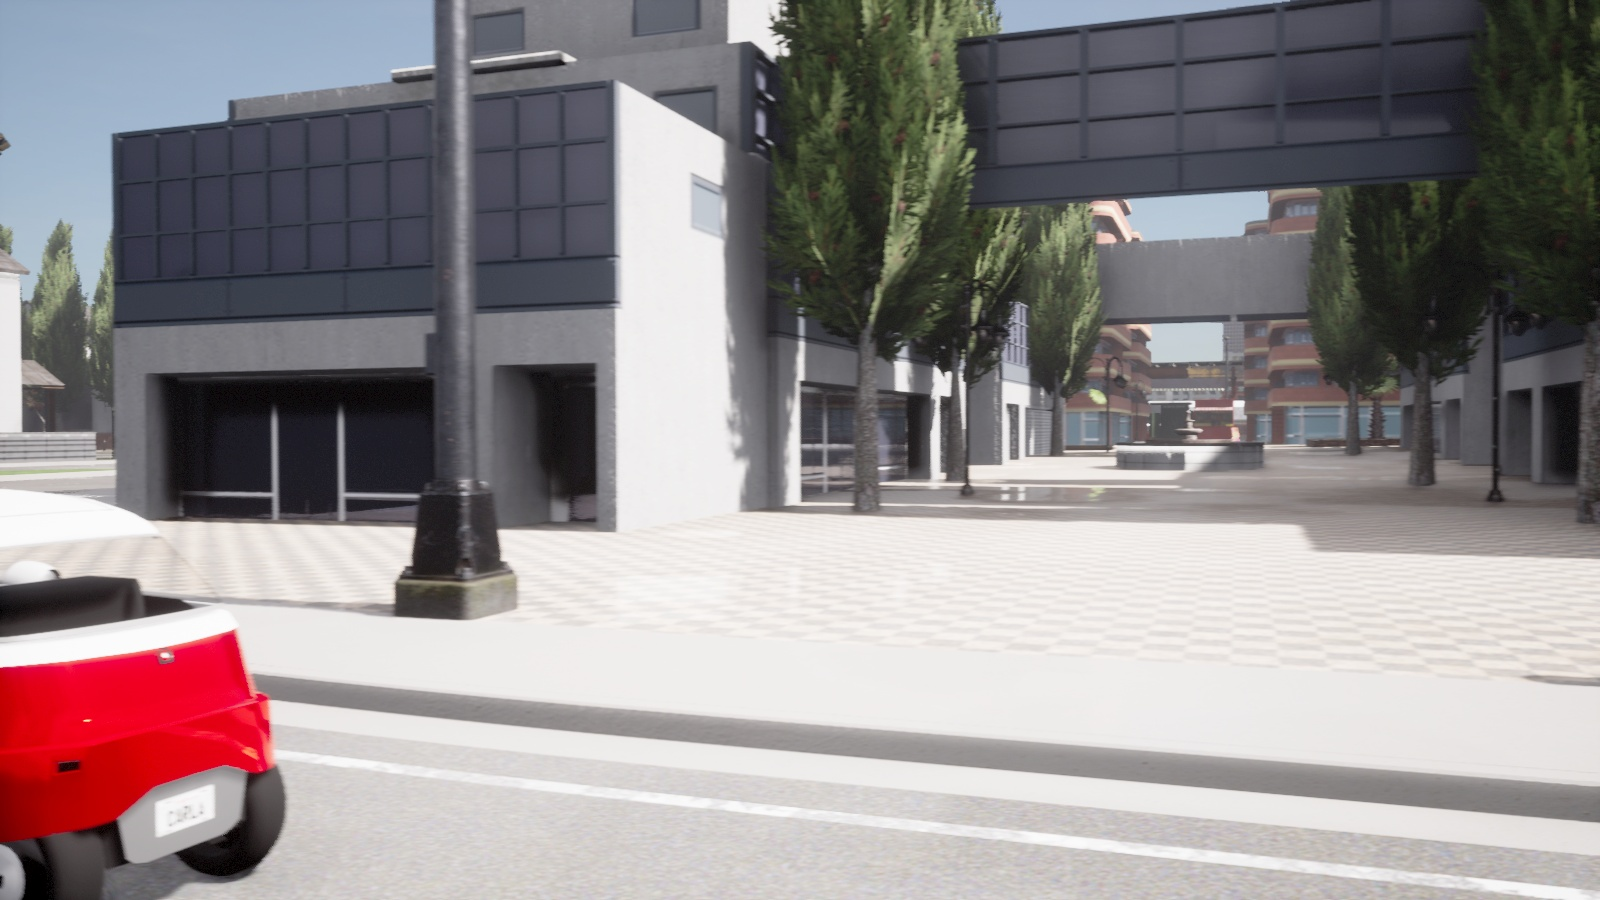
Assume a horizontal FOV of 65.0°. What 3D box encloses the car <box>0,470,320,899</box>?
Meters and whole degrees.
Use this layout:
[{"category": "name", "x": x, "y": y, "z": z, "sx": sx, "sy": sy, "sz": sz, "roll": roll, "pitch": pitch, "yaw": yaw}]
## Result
[{"category": "car", "x": -3.126, "y": 0.796, "z": 4.506, "sx": 2.207, "sy": 1.376, "sz": 1.481, "roll": 1, "pitch": 1, "yaw": 22}]
